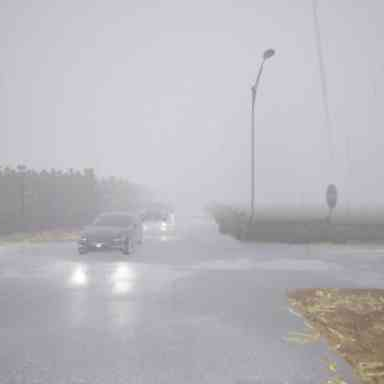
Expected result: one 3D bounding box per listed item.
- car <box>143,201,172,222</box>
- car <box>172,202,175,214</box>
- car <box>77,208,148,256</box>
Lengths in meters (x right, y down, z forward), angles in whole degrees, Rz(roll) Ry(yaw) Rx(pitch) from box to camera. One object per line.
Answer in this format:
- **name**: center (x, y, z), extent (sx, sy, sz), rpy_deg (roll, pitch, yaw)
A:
- **car**: center (-3.166, 1.627, 29.357), extent (2.097, 1.767, 4.553), rpy_deg (0, -1, 0)
- **car**: center (-3.141, 1.956, 42.839), extent (1.837, 1.490, 4.892), rpy_deg (0, -1, 0)
- **car**: center (-3.178, 1.624, 13.770), extent (1.837, 1.490, 4.892), rpy_deg (1, -1, 0)
